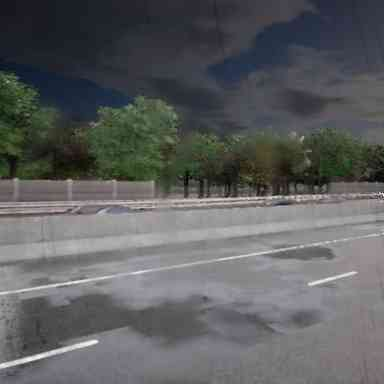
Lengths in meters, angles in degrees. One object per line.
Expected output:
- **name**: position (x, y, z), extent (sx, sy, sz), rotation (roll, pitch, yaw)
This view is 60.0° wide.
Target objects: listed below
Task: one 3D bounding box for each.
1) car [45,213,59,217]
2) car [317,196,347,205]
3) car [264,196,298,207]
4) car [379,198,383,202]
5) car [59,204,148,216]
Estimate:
- **car**: position (-6.686, 1.500, 20.676), extent (4.674, 1.442, 1.812), rotation (0, 0, -35)
- **car**: position (17.443, 1.252, 41.375), extent (4.181, 1.385, 1.994), rotation (-1, 1, -34)
- **car**: position (10.792, 1.262, 40.298), extent (4.902, 1.511, 2.128), rotation (-1, 1, -37)
- **car**: position (26.498, 1.097, 43.353), extent (5.357, 1.411, 2.033), rotation (-1, 1, -34)
- **car**: position (-4.414, 1.501, 17.994), extent (4.674, 1.442, 1.812), rotation (0, 0, -35)
